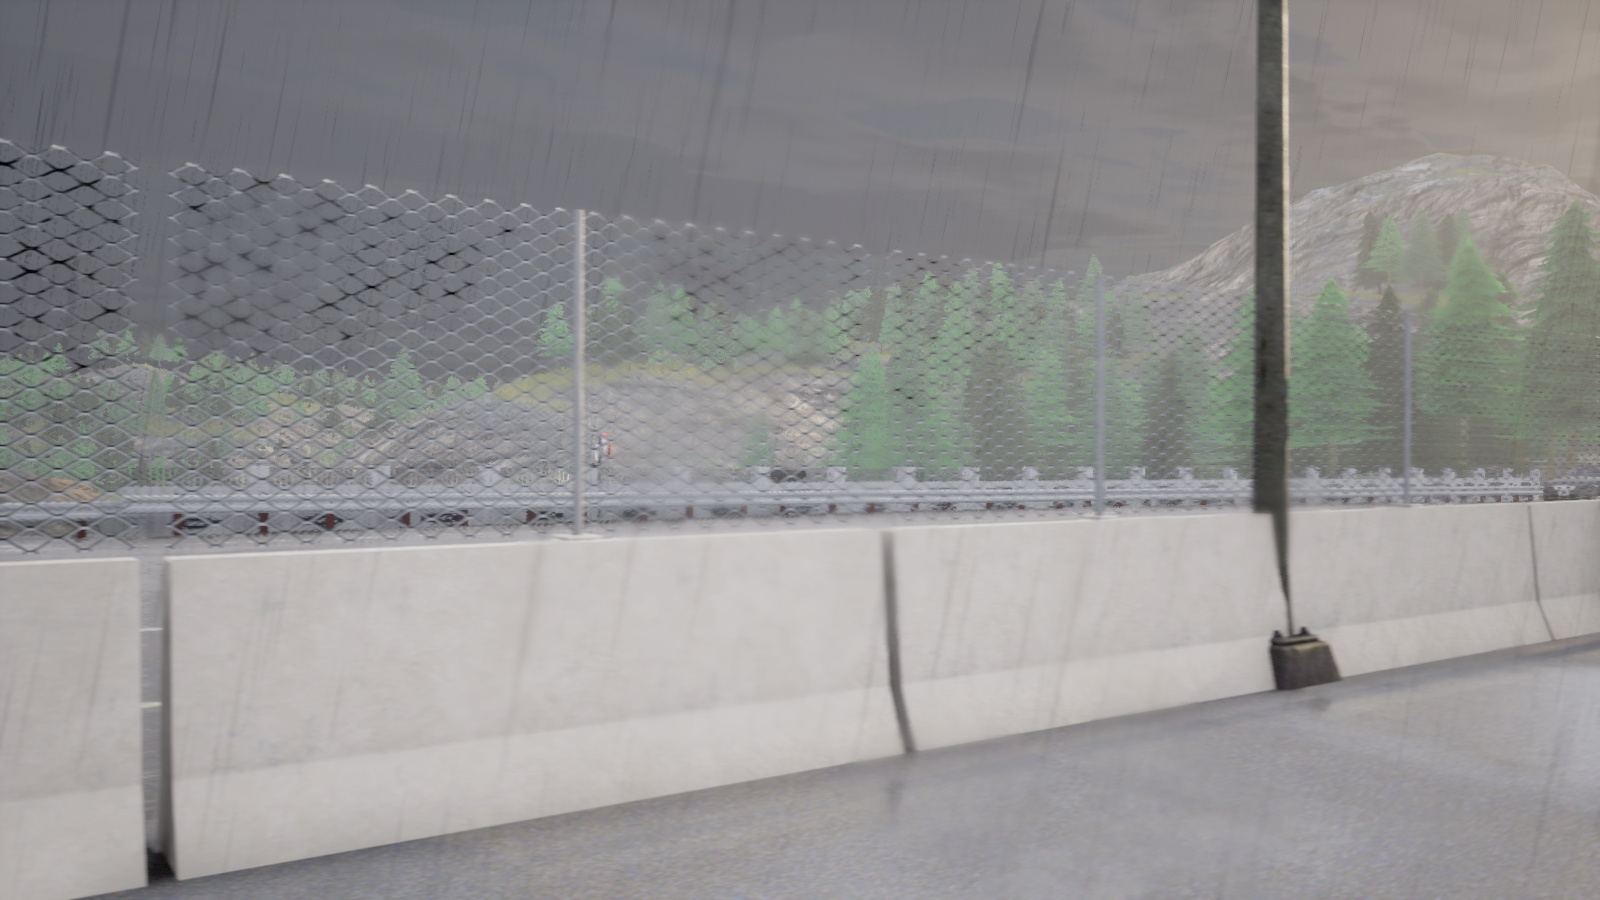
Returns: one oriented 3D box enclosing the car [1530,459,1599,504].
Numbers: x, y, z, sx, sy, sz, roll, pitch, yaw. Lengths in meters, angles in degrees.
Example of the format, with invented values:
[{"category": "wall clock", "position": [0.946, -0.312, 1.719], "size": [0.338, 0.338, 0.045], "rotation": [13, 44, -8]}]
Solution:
[{"category": "car", "position": [28.294, 1.126, 44.673], "size": [4.902, 1.511, 2.128], "rotation": [1, -1, -35]}]
